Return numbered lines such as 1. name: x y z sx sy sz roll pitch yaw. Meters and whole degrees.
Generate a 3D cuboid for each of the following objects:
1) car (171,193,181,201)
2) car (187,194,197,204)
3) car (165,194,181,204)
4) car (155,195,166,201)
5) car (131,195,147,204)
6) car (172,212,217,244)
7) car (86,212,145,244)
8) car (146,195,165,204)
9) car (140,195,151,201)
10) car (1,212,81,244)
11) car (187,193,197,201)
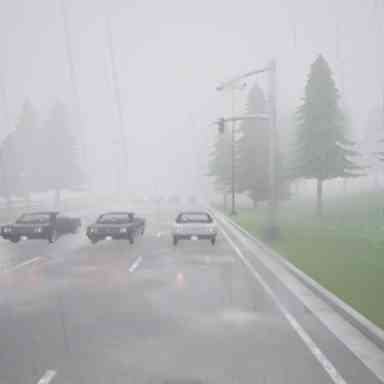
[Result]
1. car: -3.493 1.171 74.844 2.097 1.767 4.553 0 0 0
2. car: 0.006 1.477 64.454 2.128 1.511 4.902 0 0 0
3. car: -3.494 1.338 64.840 2.097 1.767 4.553 0 0 0
4. car: -6.993 1.356 74.874 2.033 1.411 5.357 0 0 0
5. car: -10.494 1.587 64.901 1.895 1.301 4.718 0 0 0
6. car: 0.102 1.597 15.867 1.895 1.301 4.718 0 0 0
7. car: -3.398 1.597 15.816 1.895 1.301 4.718 0 0 0
8. car: -6.994 1.477 64.454 2.128 1.511 4.902 0 0 0
9. car: -10.493 1.340 74.874 1.812 1.442 4.674 0 0 0
10. car: -6.898 1.597 15.885 1.895 1.301 4.718 0 0 0
11. car: 0.007 1.171 74.843 2.097 1.767 4.553 0 0 0
